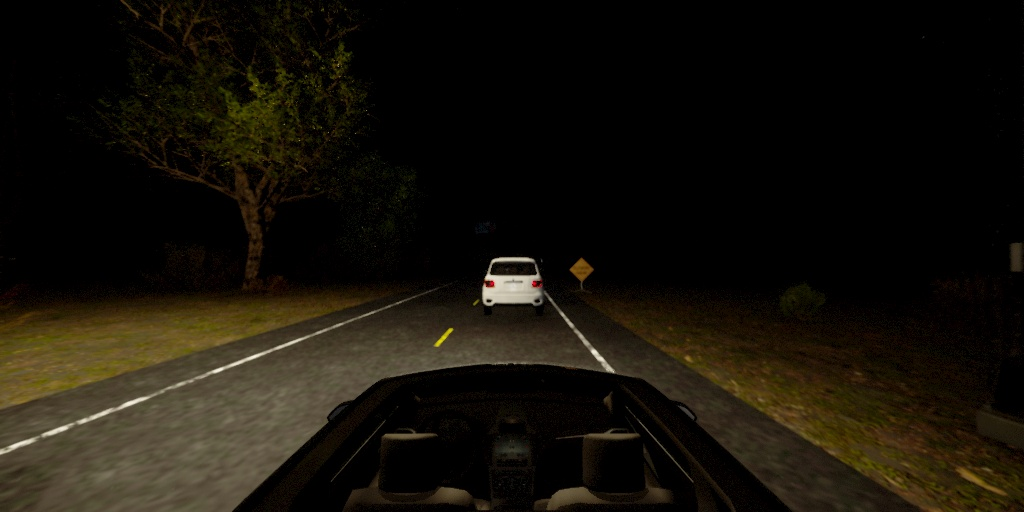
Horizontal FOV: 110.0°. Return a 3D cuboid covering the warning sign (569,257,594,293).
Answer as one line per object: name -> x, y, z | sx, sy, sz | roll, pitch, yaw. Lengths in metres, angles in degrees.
warning sign -> 3.715, 1.007, 19.073 | 1.300, 1.860, 1.060 | 0, 0, 1

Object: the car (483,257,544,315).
car -> 0.092, 1.087, 14.390 | 2.150, 2.045, 5.566 | 0, 0, 1
